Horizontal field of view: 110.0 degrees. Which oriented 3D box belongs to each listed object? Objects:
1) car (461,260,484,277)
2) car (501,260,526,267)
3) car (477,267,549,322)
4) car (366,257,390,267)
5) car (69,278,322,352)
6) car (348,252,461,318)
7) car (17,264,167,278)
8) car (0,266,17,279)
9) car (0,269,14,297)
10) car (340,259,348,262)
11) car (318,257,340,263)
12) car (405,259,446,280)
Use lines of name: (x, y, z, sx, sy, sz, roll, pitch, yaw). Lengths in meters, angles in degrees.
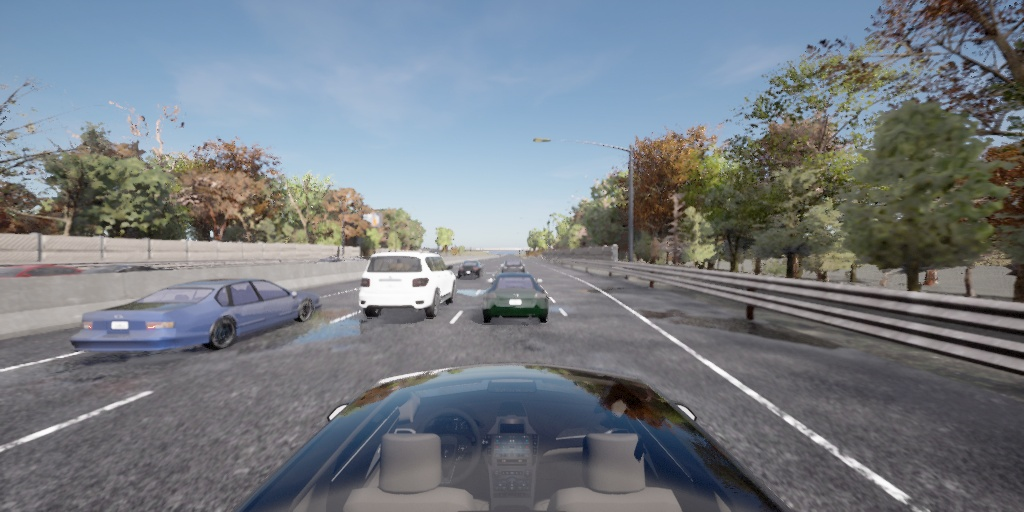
car: (-3.422, 1.086, 30.306, 1.812, 1.442, 4.674, 0, 0, 0)
car: (0.093, 1.058, 29.239, 2.128, 1.511, 4.902, 0, 0, 0)
car: (0.097, 1.242, 12.007, 1.994, 1.385, 4.181, 0, 0, 0)
car: (-21.056, 0.885, 56.724, 1.882, 1.535, 5.008, 0, 0, 1)
car: (-6.901, 1.248, 8.819, 2.033, 1.411, 5.357, 0, 0, 0)
car: (-3.403, 0.895, 12.702, 2.150, 2.045, 5.566, 0, 0, 0)
car: (-17.603, 1.157, 15.922, 1.837, 1.490, 4.892, 0, 0, 0)
car: (-21.104, 1.132, 15.599, 1.882, 1.535, 5.008, 0, 0, 0)
car: (-24.604, 1.261, 14.653, 1.895, 1.301, 4.718, 0, 0, 0)
car: (-24.549, 1.011, 56.177, 1.895, 1.301, 4.718, 0, 0, 1)
car: (-28.055, 0.907, 55.360, 2.128, 1.511, 4.902, 0, 0, 1)
car: (-6.907, 1.058, 29.235, 2.128, 1.511, 4.902, 0, 0, 0)
